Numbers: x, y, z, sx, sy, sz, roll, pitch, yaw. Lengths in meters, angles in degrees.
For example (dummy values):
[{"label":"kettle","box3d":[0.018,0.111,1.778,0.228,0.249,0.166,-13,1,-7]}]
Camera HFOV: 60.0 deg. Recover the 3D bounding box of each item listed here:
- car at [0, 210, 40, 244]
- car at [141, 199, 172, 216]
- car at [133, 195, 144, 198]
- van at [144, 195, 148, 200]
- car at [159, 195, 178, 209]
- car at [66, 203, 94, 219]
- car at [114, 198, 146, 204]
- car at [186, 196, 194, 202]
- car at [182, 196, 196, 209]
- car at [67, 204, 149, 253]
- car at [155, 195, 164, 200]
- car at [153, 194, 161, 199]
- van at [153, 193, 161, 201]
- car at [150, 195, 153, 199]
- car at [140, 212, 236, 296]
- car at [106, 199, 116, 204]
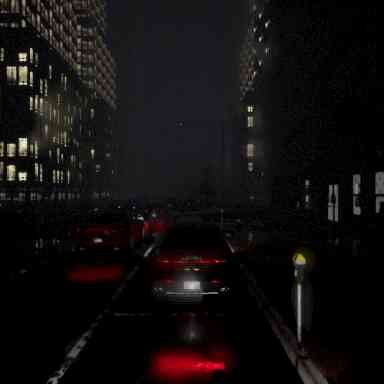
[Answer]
[{"label":"car","box3d":[-8.833,1.563,15.800,1.947,1.339,4.313,0,0,0]},{"label":"car","box3d":[-3.053,1.592,29.308,1.895,1.301,4.718,0,0,0]},{"label":"car","box3d":[-8.833,1.523,49.953,1.887,1.381,4.507,0,0,0]},{"label":"van","box3d":[-8.832,1.315,55.645,1.690,1.788,3.998,0,0,0]},{"label":"car","box3d":[-3.052,1.485,46.213,1.837,1.490,4.892,0,0,0]},{"label":"car","box3d":[-8.832,1.575,27.183,1.802,1.307,4.206,0,0,0]},{"label":"car","box3d":[-6.238,1.590,33.972,1.895,1.301,4.718,0,0,0]},{"label":"car","box3d":[-0.452,1.533,78.399,1.802,1.307,4.206,0,0,0]},{"label":"car","box3d":[-0.452,1.548,44.248,1.947,1.339,4.313,0,0,0]},{"label":"car","box3d":[-3.147,1.476,13.636,1.882,1.535,5.008,0,0,0]},{"label":"car","box3d":[-8.832,1.504,89.799,1.947,1.339,4.313,0,0,0]},{"label":"car","box3d":[-8.832,1.391,78.413,1.967,1.590,4.097,0,0,0]},{"label":"van","box3d":[-8.831,1.286,84.106,1.690,1.788,3.998,0,0,0]},{"label":"car","box3d":[-8.833,1.551,61.338,1.802,1.307,4.206,0,0,0]},{"label":"car","box3d":[0.000,1.503,8.649,1.837,1.490,4.892,0,0,0]},{"label":"car","box3d":[-8.833,1.537,38.569,2.008,1.369,4.403,0,0,0]}]
